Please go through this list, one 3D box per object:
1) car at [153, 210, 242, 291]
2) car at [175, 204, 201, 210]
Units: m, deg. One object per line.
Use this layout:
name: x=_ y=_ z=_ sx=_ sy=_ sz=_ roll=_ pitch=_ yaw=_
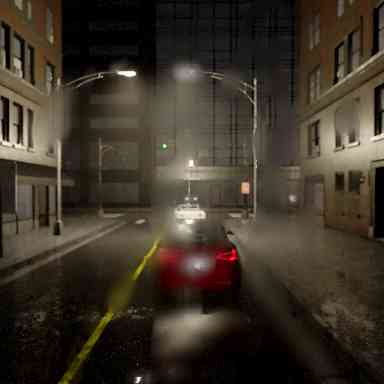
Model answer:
car: x=0.116 y=1.463 z=8.926 sx=2.163 sy=1.488 sz=4.792 roll=0 pitch=0 yaw=0
car: x=-0.272 y=1.498 z=23.093 sx=1.895 sy=1.301 sz=4.718 roll=0 pitch=0 yaw=-5
